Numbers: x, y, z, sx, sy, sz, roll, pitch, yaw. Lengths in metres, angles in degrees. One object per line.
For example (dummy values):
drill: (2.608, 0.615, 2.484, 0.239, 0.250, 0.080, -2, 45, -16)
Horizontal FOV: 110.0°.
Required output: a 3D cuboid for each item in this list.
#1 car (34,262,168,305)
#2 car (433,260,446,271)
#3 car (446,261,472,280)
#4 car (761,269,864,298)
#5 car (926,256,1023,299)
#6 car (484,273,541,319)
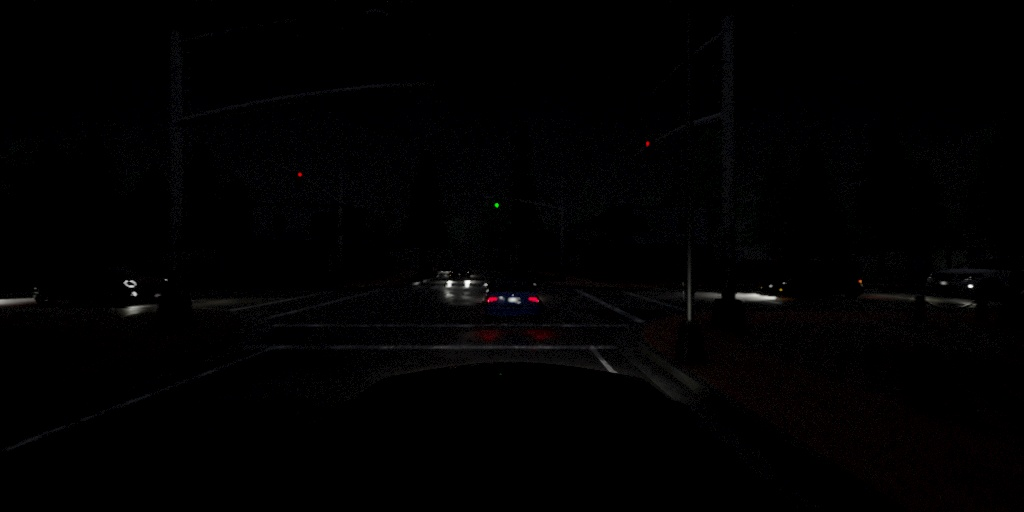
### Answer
car: (-17.701, 1.148, 15.739, 4.553, 1.767, 2.097, 0, 0, 2)
car: (-9.662, 1.484, 52.670, 2.033, 1.411, 5.357, 0, 0, -23)
car: (-4.752, 1.356, 32.978, 1.837, 1.490, 4.892, 0, 0, -6)
car: (15.332, 1.371, 18.454, 4.181, 1.385, 1.994, 0, 0, 2)
car: (24.697, 1.027, 18.170, 5.566, 2.045, 2.150, 0, 0, 2)
car: (-0.054, 1.337, 12.984, 2.033, 1.411, 5.357, 0, 0, -2)
